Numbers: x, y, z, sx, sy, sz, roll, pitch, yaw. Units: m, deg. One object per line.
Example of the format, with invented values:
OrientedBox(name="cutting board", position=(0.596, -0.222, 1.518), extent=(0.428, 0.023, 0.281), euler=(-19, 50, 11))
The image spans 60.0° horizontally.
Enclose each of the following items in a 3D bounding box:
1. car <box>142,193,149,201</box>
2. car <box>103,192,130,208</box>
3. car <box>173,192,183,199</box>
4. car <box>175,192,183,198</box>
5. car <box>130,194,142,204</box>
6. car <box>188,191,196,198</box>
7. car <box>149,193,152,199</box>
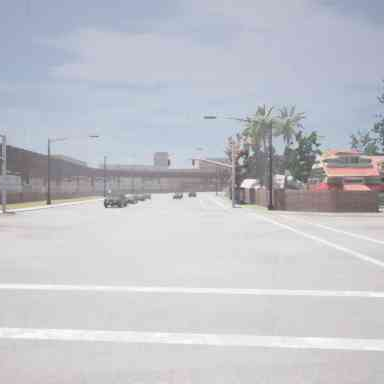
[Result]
OrientedBox(name="car", position=(-10.428, 1.143, 66.225), extent=(1.994, 1.385, 4.181), euler=(0, 1, 0))
OrientedBox(name="car", position=(-10.508, 1.090, 45.764), extent=(2.150, 2.045, 5.566), euler=(0, 0, 1))
OrientedBox(name="car", position=(-3.417, 0.963, 76.862), extent=(1.895, 1.301, 4.718), euler=(0, 1, 0))
OrientedBox(name="car", position=(-3.406, 0.709, 87.180), extent=(1.994, 1.385, 4.181), euler=(0, 1, 0))
OrientedBox(name="car", position=(-10.439, 1.286, 56.507), extent=(2.033, 1.411, 5.357), euler=(0, 1, 0))
OrientedBox(name="car", position=(0.094, 0.519, 86.818), extent=(2.097, 1.767, 4.553), euler=(0, 1, 0))
OrientedBox(name="car", position=(-10.417, 0.897, 76.557), extent=(1.812, 1.442, 4.674), euler=(0, 1, 0))
